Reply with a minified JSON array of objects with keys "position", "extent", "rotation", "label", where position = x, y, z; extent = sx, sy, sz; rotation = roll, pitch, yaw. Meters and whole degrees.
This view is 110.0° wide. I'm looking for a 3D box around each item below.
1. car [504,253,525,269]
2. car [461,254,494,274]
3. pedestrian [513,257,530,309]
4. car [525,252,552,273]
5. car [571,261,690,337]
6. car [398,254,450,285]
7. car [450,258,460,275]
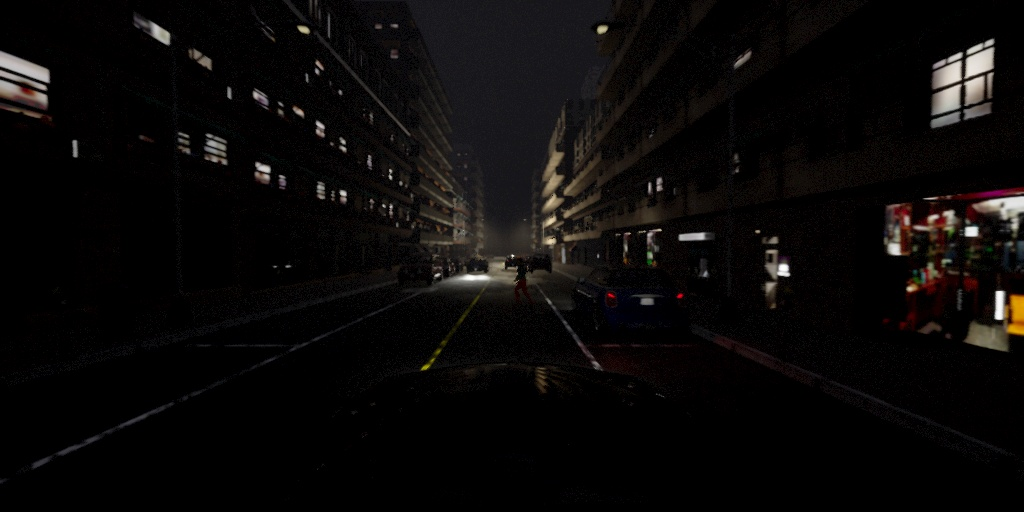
[{"position":[0.093,0.741,41.874],"extent":[2.128,1.511,4.902],"rotation":[0,1,0],"label":"car"},{"position":[-3.089,0.851,33.154],"extent":[2.128,1.511,4.902],"rotation":[0,1,0],"label":"car"},{"position":[0.338,0.907,12.637],"extent":[0.375,1.860,0.375],"rotation":[-1,2,-5],"label":"pedestrian"},{"position":[2.686,0.657,34.325],"extent":[2.192,1.841,5.009],"rotation":[0,0,0],"label":"car"},{"position":[2.999,0.996,10.076],"extent":[2.097,1.767,4.553],"rotation":[0,1,0],"label":"car"},{"position":[-5.694,0.798,23.030],"extent":[2.192,1.841,5.009],"rotation":[0,0,0],"label":"car"},{"position":[-5.694,0.853,28.693],"extent":[1.967,1.591,4.097],"rotation":[0,0,0],"label":"car"}]
